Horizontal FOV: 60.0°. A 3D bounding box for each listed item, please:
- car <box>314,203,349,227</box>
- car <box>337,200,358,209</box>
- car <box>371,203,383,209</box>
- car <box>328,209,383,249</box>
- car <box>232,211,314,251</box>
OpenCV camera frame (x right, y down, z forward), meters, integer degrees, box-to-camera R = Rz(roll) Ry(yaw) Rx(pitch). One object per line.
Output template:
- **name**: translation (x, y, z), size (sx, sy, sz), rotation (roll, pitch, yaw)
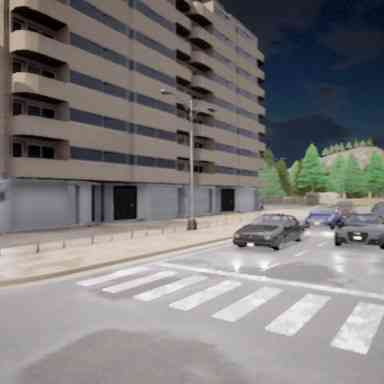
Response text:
- **car**: translation (9.339, 1.767, 23.213), size (1.812, 1.442, 4.674), rotation (-1, -1, 35)
- **car**: translation (14.565, 1.660, 31.648), size (2.097, 1.767, 4.553), rotation (-1, -1, 23)
- **car**: translation (13.331, 1.741, 22.724), size (2.033, 1.411, 5.357), rotation (-1, -1, 35)
- **car**: translation (7.958, 1.707, 15.290), size (1.994, 1.385, 4.181), rotation (-1, -1, 36)
- **car**: translation (3.824, 1.736, 15.552), size (2.033, 1.411, 5.357), rotation (-1, -1, 34)
